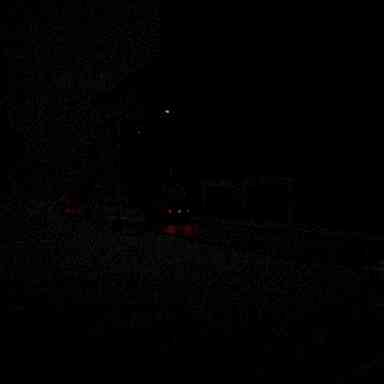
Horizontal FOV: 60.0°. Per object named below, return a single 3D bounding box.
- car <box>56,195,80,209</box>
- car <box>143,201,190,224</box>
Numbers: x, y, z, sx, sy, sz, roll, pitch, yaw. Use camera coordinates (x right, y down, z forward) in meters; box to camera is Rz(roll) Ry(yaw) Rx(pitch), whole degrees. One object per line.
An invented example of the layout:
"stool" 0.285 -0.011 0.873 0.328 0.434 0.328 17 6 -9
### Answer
"car" -18.360 1.390 49.238 2.150 2.045 5.566 1 -1 -36
"car" -2.163 1.481 26.641 2.097 1.767 4.553 1 -1 -36
